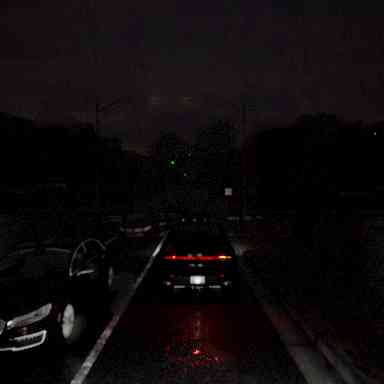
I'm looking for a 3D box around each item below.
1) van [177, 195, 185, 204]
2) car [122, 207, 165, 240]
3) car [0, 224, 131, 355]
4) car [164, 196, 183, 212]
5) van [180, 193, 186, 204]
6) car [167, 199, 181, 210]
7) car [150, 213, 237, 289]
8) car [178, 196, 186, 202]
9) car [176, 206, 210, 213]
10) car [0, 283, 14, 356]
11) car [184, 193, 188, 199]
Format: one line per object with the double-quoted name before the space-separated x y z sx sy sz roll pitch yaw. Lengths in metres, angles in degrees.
"van" -2.591 1.708 77.183 1.690 1.788 3.998 -1 0 0
"car" -2.644 1.673 17.169 1.802 1.307 4.206 -2 0 0
"car" -2.654 1.582 6.275 2.008 1.369 4.403 -2 0 0
"car" -2.626 1.715 43.946 1.967 1.590 4.097 -2 0 0
"van" -2.603 1.708 66.103 1.690 1.788 3.998 -1 0 0
"car" -2.617 1.836 49.313 1.752 1.417 4.829 -2 0 0
"car" 0.110 1.552 9.227 1.837 1.490 4.892 0 0 0
"car" -2.574 1.894 88.266 2.008 1.369 4.403 -1 0 0
"car" 0.263 1.721 21.911 1.895 1.301 4.718 0 0 3
"car" -2.659 1.555 0.826 2.008 1.369 4.403 -2 0 0
"car" -2.599 1.685 71.646 2.192 1.841 5.009 -1 0 0
